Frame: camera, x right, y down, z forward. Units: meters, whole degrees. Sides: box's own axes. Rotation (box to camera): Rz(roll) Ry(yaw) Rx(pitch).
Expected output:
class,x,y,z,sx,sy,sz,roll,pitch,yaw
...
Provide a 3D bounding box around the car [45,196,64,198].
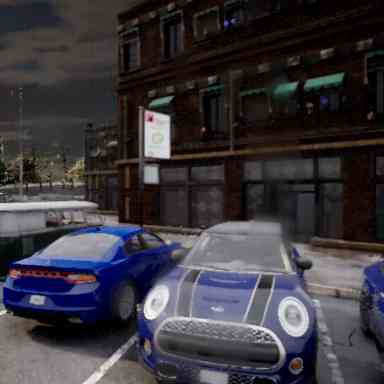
class,x,y,z,sx,sy,sz,roll,pitch,yaw
car,-17.772,1.530,38.352,4.792,1.488,2.163,1,1,14

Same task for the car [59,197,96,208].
class,x,y,z,sx,sy,sz,roll,pitch,yaw
car,-17.112,1.514,50.018,2.128,1.511,4.902,0,0,34

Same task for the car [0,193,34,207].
class,x,y,z,sx,sy,sz,roll,pitch,yaw
car,-28.323,1.260,52.951,5.566,2.045,2.435,-1,-1,14

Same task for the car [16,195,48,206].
class,x,y,z,sx,sy,sz,roll,pitch,yaw
car,-26.689,1.388,55.465,4.553,1.767,2.185,-1,-1,14

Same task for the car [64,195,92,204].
class,x,y,z,sx,sy,sz,roll,pitch,yaw
car,-21.555,1.390,62.944,4.553,1.767,2.185,-1,0,14

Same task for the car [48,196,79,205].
class,x,y,z,sx,sy,sz,roll,pitch,yaw
car,-23.281,1.516,60.465,4.892,1.521,2.231,-1,-1,14

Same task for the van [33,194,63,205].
class,x,y,z,sx,sy,sz,roll,pitch,yaw
van,-25.083,1.290,57.980,4.442,1.987,1.878,-1,0,14

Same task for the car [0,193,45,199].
class,x,y,z,sx,sy,sz,roll,pitch,yaw
car,-19.370,1.249,35.911,5.566,2.045,2.435,1,0,14

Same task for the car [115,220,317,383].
class,x,y,z,sx,sy,sz,roll,pitch,yaw
car,0.832,1.360,5.616,2.185,1.767,4.553,1,-1,15

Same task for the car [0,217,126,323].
class,x,y,z,sx,sy,sz,roll,pitch,yaw
car,-1.636,1.486,7.328,2.097,1.535,5.008,0,-1,16

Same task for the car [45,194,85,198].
class,x,y,z,sx,sy,sz,roll,pitch,yaw
car,-16.116,1.251,40.814,5.566,2.045,2.435,1,1,14

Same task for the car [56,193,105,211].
class,x,y,z,sx,sy,sz,roll,pitch,yaw
car,-14.460,1.252,43.266,5.566,2.045,2.435,1,1,14

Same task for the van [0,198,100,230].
class,x,y,z,sx,sy,sz,roll,pitch,yaw
van,-4.046,1.262,9.193,1.878,1.987,4.442,0,-1,15

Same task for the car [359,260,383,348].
class,x,y,z,sx,sy,sz,roll,pitch,yaw
car,3.259,1.526,3.839,2.002,1.452,4.674,1,-1,16

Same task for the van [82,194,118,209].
class,x,y,z,sx,sy,sz,roll,pitch,yaw
van,-12.663,1.281,45.694,4.442,1.987,1.878,1,0,14
